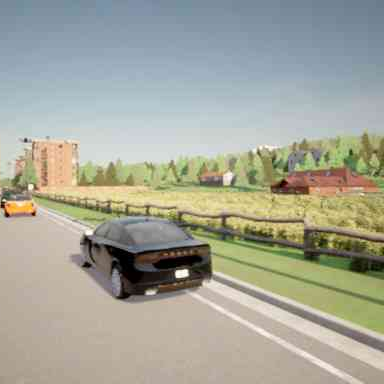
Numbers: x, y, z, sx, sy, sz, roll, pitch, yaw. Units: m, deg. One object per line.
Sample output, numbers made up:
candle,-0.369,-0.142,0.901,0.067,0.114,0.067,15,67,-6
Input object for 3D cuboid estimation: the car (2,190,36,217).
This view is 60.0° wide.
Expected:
car,-14.051,0.995,27.110,2.097,1.767,4.553,-1,1,-30

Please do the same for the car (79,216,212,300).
car,-1.455,1.344,8.332,1.882,1.535,5.008,-1,1,-31

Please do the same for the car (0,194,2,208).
car,-20.480,0.736,37.822,2.150,2.045,5.566,-1,1,-30
